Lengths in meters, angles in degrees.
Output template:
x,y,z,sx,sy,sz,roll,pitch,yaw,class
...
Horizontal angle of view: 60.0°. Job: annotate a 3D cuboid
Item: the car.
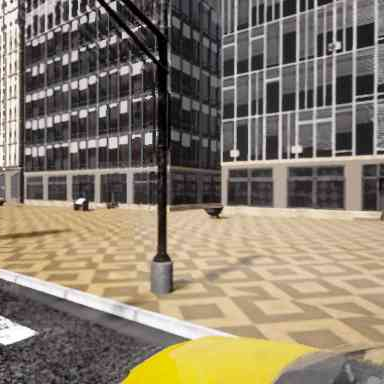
x,y,z,sx,sy,sz,roll,pitch,yaw,class
1.466,1.527,1.824,4.829,1.417,1.752,0,0,36,car
